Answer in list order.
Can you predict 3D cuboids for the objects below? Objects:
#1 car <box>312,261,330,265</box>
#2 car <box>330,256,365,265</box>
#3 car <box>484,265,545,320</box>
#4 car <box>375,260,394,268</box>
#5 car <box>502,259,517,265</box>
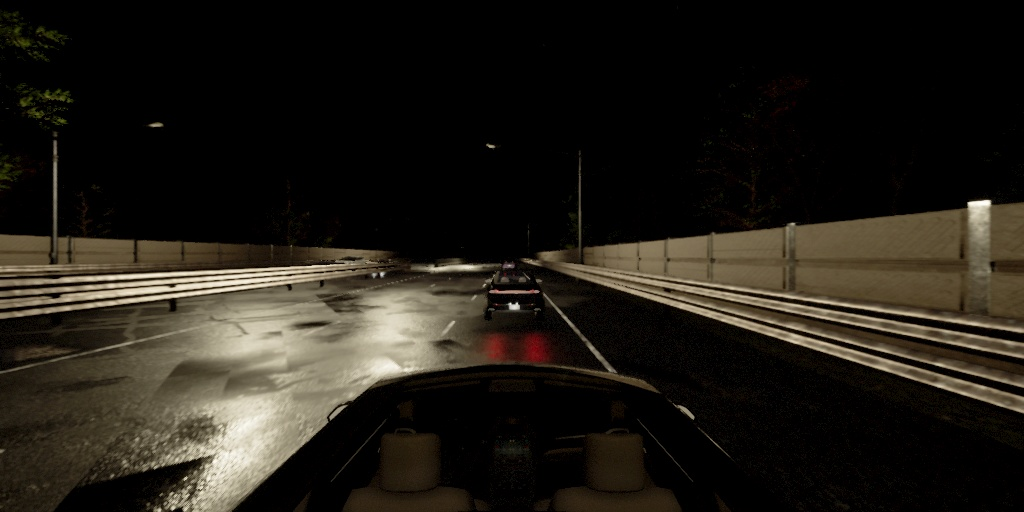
[{"bbox_3d":[-25.044,1.316,47.901,2.033,1.411,5.357,0,0,-1],"label":"car"},{"bbox_3d":[-21.549,0.991,47.894,2.150,2.045,5.566,0,0,-1],"label":"car"},{"bbox_3d":[0.060,1.246,12.626,2.128,1.511,4.902,0,0,0],"label":"car"},{"bbox_3d":[-18.094,1.263,50.564,2.128,1.511,4.902,0,0,-1],"label":"car"},{"bbox_3d":[-0.333,1.201,44.821,2.033,1.649,4.856,0,0,-1],"label":"car"}]
